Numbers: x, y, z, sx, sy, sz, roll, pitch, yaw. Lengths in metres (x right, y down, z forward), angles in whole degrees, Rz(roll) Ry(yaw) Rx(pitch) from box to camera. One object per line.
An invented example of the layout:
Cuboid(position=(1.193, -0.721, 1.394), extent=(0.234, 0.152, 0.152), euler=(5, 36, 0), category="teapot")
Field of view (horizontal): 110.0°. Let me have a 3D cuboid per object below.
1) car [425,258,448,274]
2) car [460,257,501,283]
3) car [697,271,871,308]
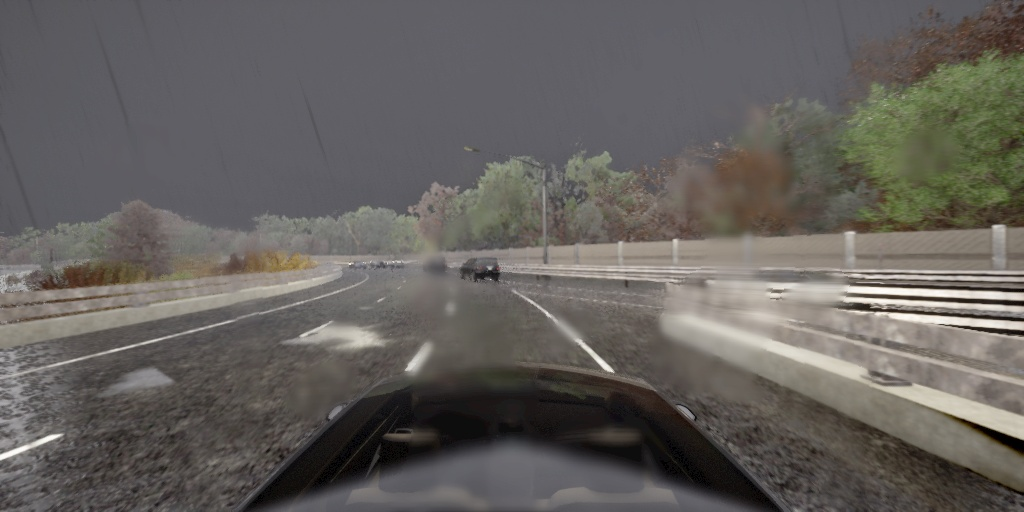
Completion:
Cuboid(position=(-10.299, 1.271, 48.820), extent=(2.150, 2.045, 5.566), euler=(0, 0, -24), category="car")
Cuboid(position=(-2.818, 1.112, 30.728), extent=(2.150, 2.045, 5.566), euler=(-1, 0, -24), category="car")
Cuboid(position=(9.148, 1.281, 12.594), extent=(1.837, 1.490, 4.892), euler=(0, -2, -40), category="car")
